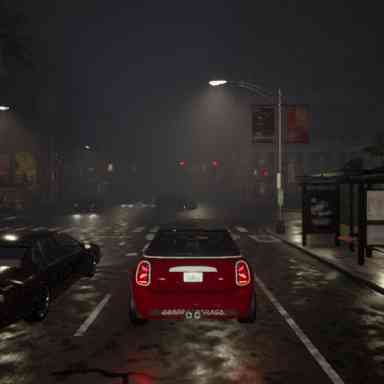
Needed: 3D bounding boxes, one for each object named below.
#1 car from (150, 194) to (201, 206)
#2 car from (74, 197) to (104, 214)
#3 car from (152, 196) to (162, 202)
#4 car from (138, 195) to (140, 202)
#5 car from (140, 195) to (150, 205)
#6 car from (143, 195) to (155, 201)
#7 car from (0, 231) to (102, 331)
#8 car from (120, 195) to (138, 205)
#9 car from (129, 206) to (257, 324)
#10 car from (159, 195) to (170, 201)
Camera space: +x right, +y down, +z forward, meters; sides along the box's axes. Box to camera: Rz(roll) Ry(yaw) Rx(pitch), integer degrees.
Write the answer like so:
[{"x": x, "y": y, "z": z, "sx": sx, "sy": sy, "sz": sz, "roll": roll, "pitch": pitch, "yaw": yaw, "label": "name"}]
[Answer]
[{"x": -1.991, "y": 1.221, "z": 38.697, "sx": 5.566, "sy": 2.045, "sz": 2.150, "roll": 0, "pitch": 1, "yaw": 44, "label": "car"}, {"x": -10.977, "y": 1.352, "z": 35.781, "sx": 2.097, "sy": 1.767, "sz": 4.553, "roll": 0, "pitch": 0, "yaw": -1, "label": "car"}, {"x": -7.809, "y": 1.595, "z": 74.712, "sx": 1.895, "sy": 1.301, "sz": 4.718, "roll": 0, "pitch": 0, "yaw": -1, "label": "car"}, {"x": -11.279, "y": 1.355, "z": 72.026, "sx": 2.097, "sy": 1.767, "sz": 4.553, "roll": 0, "pitch": 0, "yaw": -1, "label": "car"}, {"x": -7.714, "y": 1.352, "z": 60.515, "sx": 2.097, "sy": 1.767, "sz": 4.553, "roll": 0, "pitch": 0, "yaw": 0, "label": "car"}, {"x": -11.144, "y": 1.525, "z": 86.361, "sx": 2.128, "sy": 1.511, "sz": 4.902, "roll": 0, "pitch": 0, "yaw": 6, "label": "car"}, {"x": -3.493, "y": 1.547, "z": 7.129, "sx": 2.033, "sy": 1.411, "sz": 5.357, "roll": 0, "pitch": 0, "yaw": 0, "label": "car"}, {"x": -11.200, "y": 1.564, "z": 58.345, "sx": 1.994, "sy": 1.385, "sz": 4.181, "roll": 0, "pitch": 0, "yaw": 0, "label": "car"}, {"x": 0.006, "y": 1.352, "z": 7.336, "sx": 2.097, "sy": 1.767, "sz": 4.553, "roll": 0, "pitch": 0, "yaw": 0, "label": "car"}, {"x": -7.281, "y": 1.478, "z": 88.975, "sx": 1.882, "sy": 1.535, "sz": 5.008, "roll": 0, "pitch": 0, "yaw": 9, "label": "car"}]
